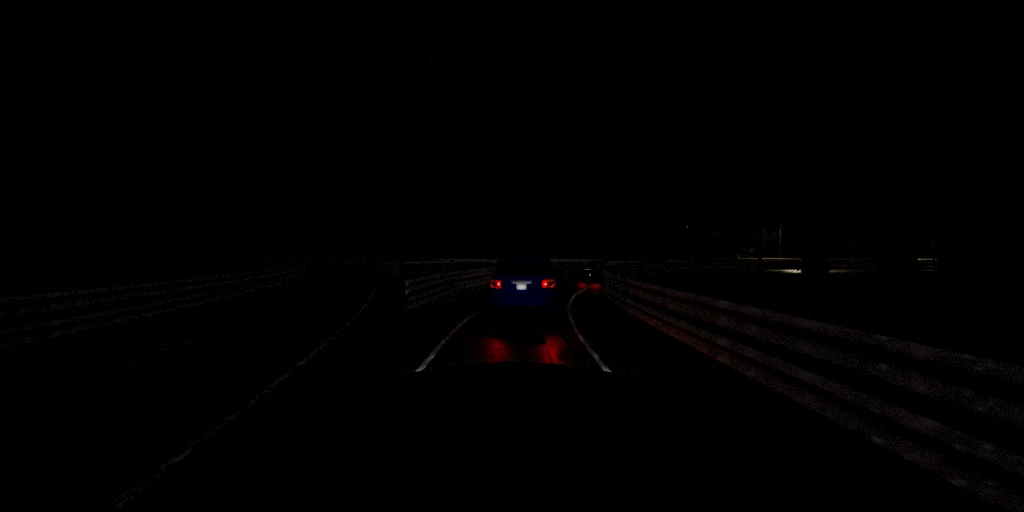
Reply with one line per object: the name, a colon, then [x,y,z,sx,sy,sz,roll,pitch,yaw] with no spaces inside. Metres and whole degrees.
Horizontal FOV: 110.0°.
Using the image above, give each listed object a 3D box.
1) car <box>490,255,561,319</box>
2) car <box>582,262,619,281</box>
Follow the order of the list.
car: [0.600,0.990,13.158,2.150,2.045,5.566,-1,0,7]
car: [7.471,1.256,30.035,2.128,1.511,4.902,-1,-1,34]
